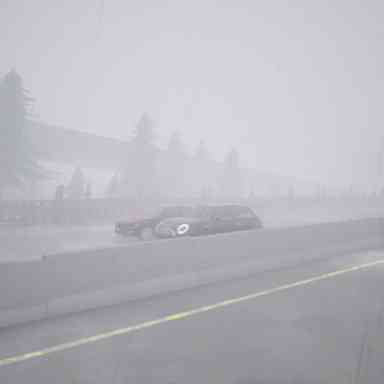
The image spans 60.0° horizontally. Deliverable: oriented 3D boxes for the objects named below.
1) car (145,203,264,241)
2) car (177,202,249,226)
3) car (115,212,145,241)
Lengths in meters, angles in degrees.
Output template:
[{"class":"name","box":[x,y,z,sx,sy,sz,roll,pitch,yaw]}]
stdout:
[{"class":"car","box":[0.732,1.261,13.280,4.553,1.767,2.097,0,0,-36]},{"class":"car","box":[1.505,1.442,22.538,4.718,1.301,1.895,0,1,-36]},{"class":"car","box":[-1.241,1.363,16.175,5.008,1.535,1.882,0,1,-36]}]
